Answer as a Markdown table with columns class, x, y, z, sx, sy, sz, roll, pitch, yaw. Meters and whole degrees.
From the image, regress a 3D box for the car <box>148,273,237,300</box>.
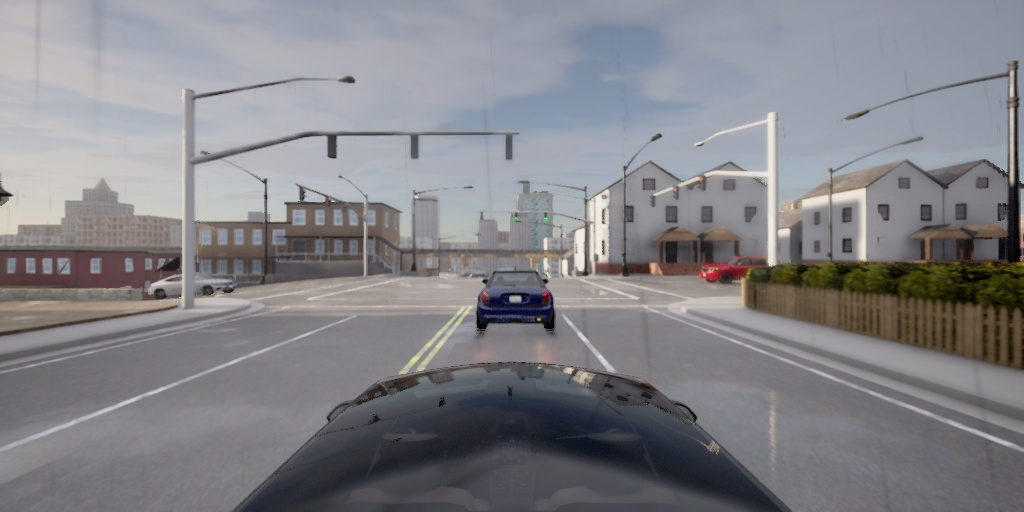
| class | x | y | z | sx | sy | sz | roll | pitch | yaw |
| --- | --- | --- | --- | --- | --- | --- | --- | --- | --- |
| car | -20.020 | 1.824 | 22.546 | 4.674 | 1.442 | 1.812 | -4 | 0 | -1 |

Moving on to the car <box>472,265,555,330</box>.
| class | x | y | z | sx | sy | sz | roll | pitch | yaw |
| --- | --- | --- | --- | --- | --- | --- | --- | --- | --- |
| car | 0.107 | 1.128 | 11.317 | 2.097 | 1.767 | 4.553 | 0 | 0 | 0 |

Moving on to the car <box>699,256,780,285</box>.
| class | x | y | z | sx | sy | sz | roll | pitch | yaw |
| --- | --- | --- | --- | --- | --- | --- | --- | --- | --- |
| car | 17.103 | 1.039 | 26.776 | 5.566 | 2.045 | 2.150 | 0 | 0 | -1 |
